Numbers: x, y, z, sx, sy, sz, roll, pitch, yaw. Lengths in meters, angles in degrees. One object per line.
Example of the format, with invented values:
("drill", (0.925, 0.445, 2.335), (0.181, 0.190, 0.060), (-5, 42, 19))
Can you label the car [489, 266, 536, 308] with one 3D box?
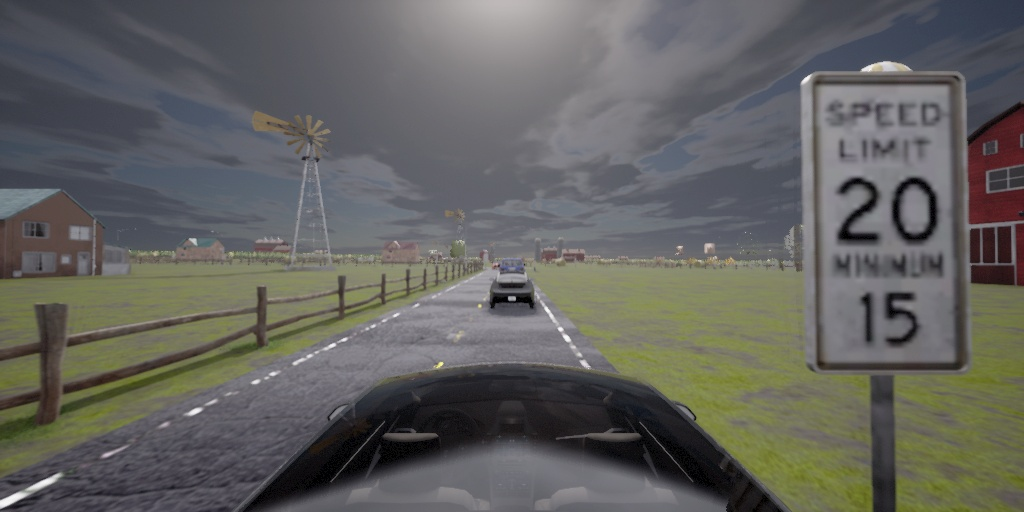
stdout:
("car", (0.010, 1.393, 16.158), (1.837, 1.490, 4.892), (0, 0, 0))

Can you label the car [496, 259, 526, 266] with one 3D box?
("car", (0.012, 1.236, 30.876), (2.150, 2.045, 5.566), (0, 0, 0))
